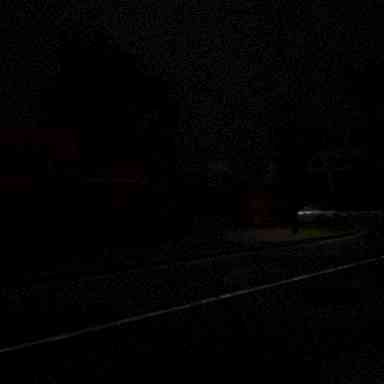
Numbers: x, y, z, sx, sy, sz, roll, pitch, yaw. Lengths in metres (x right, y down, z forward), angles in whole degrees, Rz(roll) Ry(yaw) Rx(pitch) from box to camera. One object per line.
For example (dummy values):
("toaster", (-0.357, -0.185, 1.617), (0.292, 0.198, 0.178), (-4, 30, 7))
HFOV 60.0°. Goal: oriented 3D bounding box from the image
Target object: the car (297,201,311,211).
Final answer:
("car", (10.101, 1.253, 36.067), (2.033, 1.411, 5.357), (0, 1, -35))
